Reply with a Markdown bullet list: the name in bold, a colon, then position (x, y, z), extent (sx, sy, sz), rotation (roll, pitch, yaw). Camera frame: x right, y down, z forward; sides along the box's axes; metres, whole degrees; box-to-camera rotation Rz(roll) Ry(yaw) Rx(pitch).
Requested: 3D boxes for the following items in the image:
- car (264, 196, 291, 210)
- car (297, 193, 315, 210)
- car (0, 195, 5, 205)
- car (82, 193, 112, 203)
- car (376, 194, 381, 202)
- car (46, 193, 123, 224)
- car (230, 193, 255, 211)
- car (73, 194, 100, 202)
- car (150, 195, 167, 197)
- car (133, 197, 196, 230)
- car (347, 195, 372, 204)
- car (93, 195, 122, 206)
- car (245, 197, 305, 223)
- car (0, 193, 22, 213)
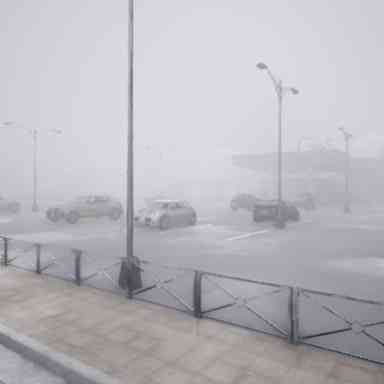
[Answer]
- **car**: position (10.627, 1.326, 41.139), extent (1.970, 1.475, 3.806), rotation (0, 0, 35)
- **car**: position (12.983, 1.061, 38.714), extent (1.905, 1.878, 3.866), rotation (0, 0, 35)
- **car**: position (-28.257, 1.130, 45.831), extent (1.970, 1.475, 3.806), rotation (0, 0, 35)
- **car**: position (-17.317, 1.094, 60.955), extent (2.152, 1.636, 5.027), rotation (0, 0, 35)
- **car**: position (39.953, 1.361, 68.201), extent (3.866, 1.878, 1.905), rotation (0, 0, 35)
- **car**: position (-6.891, 1.077, 21.862), extent (2.152, 1.636, 5.027), rotation (0, 0, 35)
- **car**: position (5.744, 1.055, 34.208), extent (1.932, 1.855, 4.605), rotation (0, 0, 35)
- **car**: position (-19.903, 1.085, 62.731), extent (2.007, 1.523, 4.514), rotation (0, 0, 35)
- **car**: position (-3.995, 1.183, 42.009), extent (2.007, 1.523, 4.514), rotation (0, 0, 35)
- **car**: position (-1.475, 1.193, 18.406), extent (1.970, 1.475, 3.806), rotation (0, 0, 35)
- **car**: position (33.136, 1.498, 66.103), extent (4.611, 1.667, 2.242), rotation (0, 0, 35)
- **car**: position (-12.113, 1.146, 47.836), extent (1.845, 1.501, 3.633), rotation (0, 0, 35)
- **car**: position (5.596, 1.287, 22.027), extent (2.007, 1.523, 4.514), rotation (0, 0, 35)
- **car**: position (-17.316, 0.925, 29.279), extent (1.905, 1.878, 3.866), rotation (0, 0, 35)
